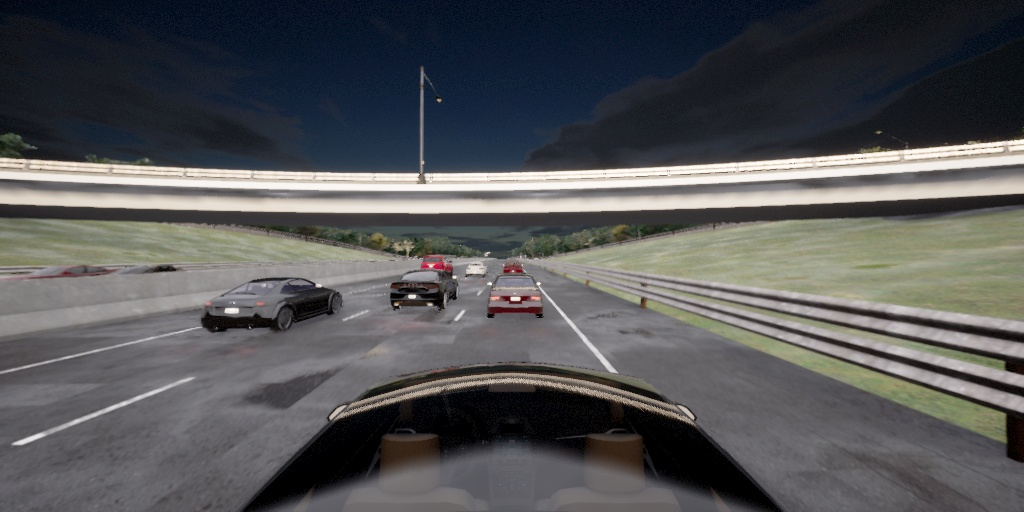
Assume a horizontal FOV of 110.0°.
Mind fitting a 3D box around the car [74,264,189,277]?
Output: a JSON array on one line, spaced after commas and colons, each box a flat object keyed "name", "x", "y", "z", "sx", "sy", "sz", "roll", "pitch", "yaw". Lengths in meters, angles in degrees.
[{"name": "car", "x": -21.004, "y": 1.272, "z": 20.478, "sx": 1.837, "sy": 1.490, "sz": 4.892, "roll": 0, "pitch": 0, "yaw": 0}]

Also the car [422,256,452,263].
[{"name": "car", "x": -6.902, "y": 0.988, "z": 33.252, "sx": 2.150, "sy": 2.045, "sz": 5.566, "roll": 0, "pitch": 0, "yaw": 0}]

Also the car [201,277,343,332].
[{"name": "car", "x": -6.901, "y": 1.318, "z": 10.844, "sx": 1.994, "sy": 1.385, "sz": 4.181, "roll": 0, "pitch": 0, "yaw": 0}]

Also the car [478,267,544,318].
[{"name": "car", "x": 0.099, "y": 1.302, "z": 13.017, "sx": 2.033, "sy": 1.411, "sz": 5.357, "roll": 0, "pitch": 0, "yaw": 0}]

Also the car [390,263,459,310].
[{"name": "car", "x": -3.401, "y": 1.233, "z": 14.707, "sx": 1.882, "sy": 1.535, "sz": 5.008, "roll": 0, "pitch": 0, "yaw": 0}]

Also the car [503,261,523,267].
[{"name": "car", "x": 0.099, "y": 1.247, "z": 35.343, "sx": 1.882, "sy": 1.535, "sz": 5.008, "roll": 0, "pitch": 0, "yaw": 0}]

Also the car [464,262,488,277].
[{"name": "car", "x": -3.401, "y": 1.294, "z": 35.012, "sx": 1.812, "sy": 1.442, "sz": 4.674, "roll": 0, "pitch": 0, "yaw": 0}]

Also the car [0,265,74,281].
[{"name": "car", "x": -24.510, "y": 1.235, "z": 19.722, "sx": 1.882, "sy": 1.535, "sz": 5.008, "roll": 0, "pitch": 0, "yaw": 0}]
